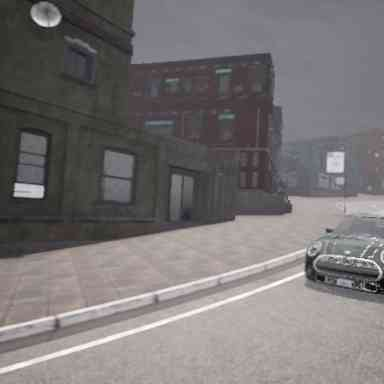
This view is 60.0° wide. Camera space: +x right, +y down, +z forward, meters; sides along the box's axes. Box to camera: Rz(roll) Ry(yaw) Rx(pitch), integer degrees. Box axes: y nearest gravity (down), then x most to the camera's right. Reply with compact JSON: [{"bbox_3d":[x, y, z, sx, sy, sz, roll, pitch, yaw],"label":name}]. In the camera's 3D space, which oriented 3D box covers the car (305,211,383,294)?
[{"bbox_3d":[4.776,1.338,8.771,2.097,1.767,4.553,0,1,43],"label":"car"}]
